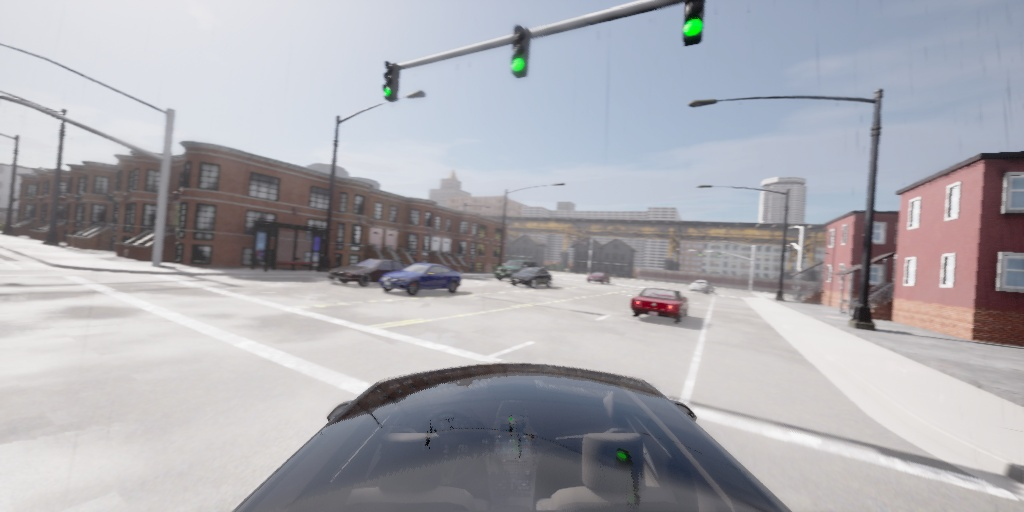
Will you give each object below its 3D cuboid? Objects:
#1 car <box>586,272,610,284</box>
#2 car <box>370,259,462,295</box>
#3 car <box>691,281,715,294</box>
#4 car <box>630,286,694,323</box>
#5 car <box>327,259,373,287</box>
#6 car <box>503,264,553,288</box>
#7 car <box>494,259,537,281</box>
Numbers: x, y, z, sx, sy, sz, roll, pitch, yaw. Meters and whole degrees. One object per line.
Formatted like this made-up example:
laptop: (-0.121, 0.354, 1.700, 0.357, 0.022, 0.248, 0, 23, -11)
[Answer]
car: (10.600, 2.627, 43.658, 1.812, 1.442, 4.674, 4, -1, 30)
car: (-4.365, 1.076, 17.921, 1.812, 1.442, 4.674, 4, -1, 30)
car: (22.789, 3.700, 42.841, 1.812, 1.442, 4.674, 4, -2, 41)
car: (6.709, 2.094, 16.002, 1.895, 1.301, 4.718, 4, -1, 30)
car: (-7.264, 0.874, 19.906, 2.033, 1.411, 5.357, 4, -1, 30)
car: (1.602, 1.670, 28.256, 1.837, 1.490, 4.892, 4, 0, 30)
car: (0.586, 1.351, 33.431, 2.150, 2.045, 5.566, 4, 0, 30)
